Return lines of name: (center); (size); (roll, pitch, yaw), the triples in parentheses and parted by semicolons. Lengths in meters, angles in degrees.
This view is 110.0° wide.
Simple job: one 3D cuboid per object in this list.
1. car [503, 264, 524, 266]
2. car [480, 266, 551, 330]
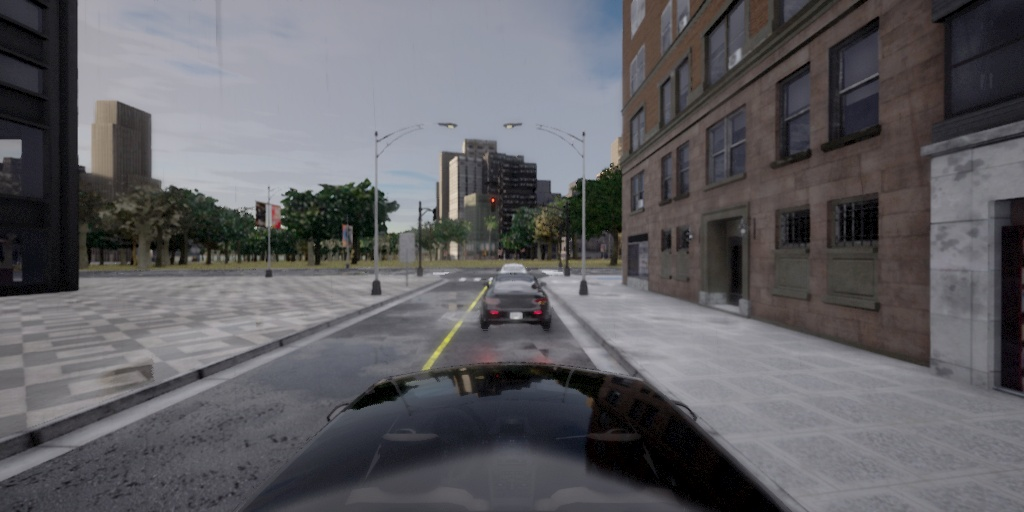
car: (0.077, 1.142, 20.189); (1.812, 1.442, 4.674); (0, 0, 0)
car: (0.089, 1.211, 10.689); (1.812, 1.442, 4.674); (0, 1, 0)
